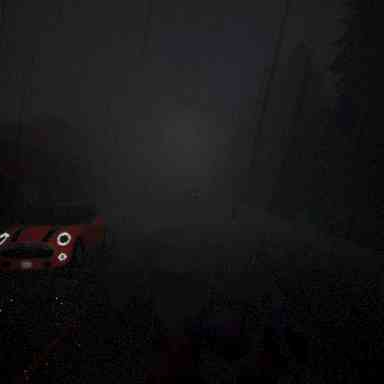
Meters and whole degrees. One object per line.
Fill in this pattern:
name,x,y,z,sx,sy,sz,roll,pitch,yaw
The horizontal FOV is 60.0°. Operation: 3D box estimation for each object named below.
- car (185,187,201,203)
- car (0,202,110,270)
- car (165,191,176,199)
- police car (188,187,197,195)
car,0.121,0.413,47.683,2.150,2.045,5.566,0,1,0
car,-4.095,1.173,10.458,2.097,1.767,4.553,0,1,0
car,-3.978,0.490,62.475,2.033,1.411,5.357,0,1,1
police car,0.053,-0.272,77.256,1.930,1.638,5.238,0,1,0
